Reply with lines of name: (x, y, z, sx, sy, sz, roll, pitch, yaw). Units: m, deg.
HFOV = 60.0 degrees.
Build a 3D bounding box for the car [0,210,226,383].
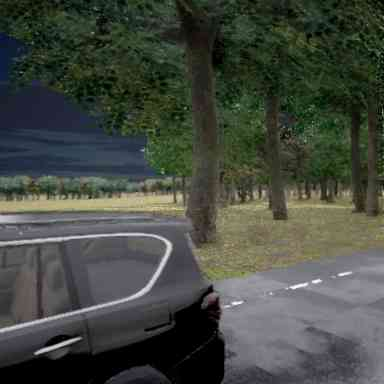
car: (-2.279, 1.225, 2.366, 5.566, 2.045, 2.150, 0, 0, -36)
